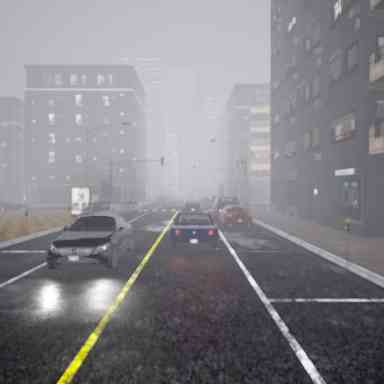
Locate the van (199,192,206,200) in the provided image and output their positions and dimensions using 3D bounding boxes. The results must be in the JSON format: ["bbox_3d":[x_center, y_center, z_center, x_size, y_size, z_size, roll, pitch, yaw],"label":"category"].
[{"bbox_3d":[2.601,1.038,86.340,1.690,1.788,3.998,0,0,0],"label":"van"}]

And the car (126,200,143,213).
[{"bbox_3d":[-5.727,1.459,31.846,1.802,1.307,4.206,0,0,0],"label":"car"}]

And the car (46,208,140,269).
[{"bbox_3d":[-3.111,1.481,11.081,1.812,1.442,4.674,0,0,0],"label":"car"}]

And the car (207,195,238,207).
[{"bbox_3d":[2.657,1.212,26.324,2.192,1.841,5.009,0,0,0],"label":"car"}]

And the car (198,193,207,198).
[{"bbox_3d":[2.624,1.347,64.247,1.802,1.307,4.206,0,0,0],"label":"car"}]

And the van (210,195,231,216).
[{"bbox_3d":[2.652,1.218,31.852,1.690,1.788,3.998,0,0,0],"label":"van"}]

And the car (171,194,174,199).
[{"bbox_3d":[-5.768,1.297,75.298,1.947,1.339,4.313,0,0,0],"label":"car"}]

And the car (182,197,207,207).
[{"bbox_3d":[0.070,1.449,29.593,1.994,1.385,4.181,0,0,0],"label":"car"}]

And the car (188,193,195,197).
[{"bbox_3d":[-0.084,1.095,89.536,2.033,1.411,5.357,0,0,0],"label":"car"}]

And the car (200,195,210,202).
[{"bbox_3d":[2.619,1.313,69.770,1.947,1.339,4.313,0,0,0],"label":"car"}]

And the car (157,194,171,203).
[{"bbox_3d":[-5.757,1.331,64.251,1.947,1.339,4.313,0,0,0],"label":"car"}]

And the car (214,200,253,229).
[{"bbox_3d":[2.664,1.462,20.797,1.887,1.381,4.507,0,0,0],"label":"car"}]

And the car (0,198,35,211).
[{"bbox_3d":[-22.443,1.728,42.586,4.403,1.369,2.008,-1,1,0],"label":"car"}]

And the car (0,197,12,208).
[{"bbox_3d":[-30.320,1.634,51.158,4.097,1.590,1.967,-1,2,0],"label":"car"}]

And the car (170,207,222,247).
[{"bbox_3d":[0.084,1.541,14.715,1.895,1.301,4.718,0,0,0],"label":"car"}]

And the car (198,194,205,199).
[{"bbox_3d":[2.598,1.247,91.864,1.947,1.339,4.313,0,0,0],"label":"car"}]

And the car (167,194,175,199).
[{"bbox_3d":[-5.783,1.226,91.869,1.887,1.381,4.507,0,0,0],"label":"car"}]

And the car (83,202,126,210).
[{"bbox_3d":[-5.717,1.358,20.790,1.967,1.590,4.097,0,0,0],"label":"car"}]

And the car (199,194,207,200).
[{"bbox_3d":[2.608,1.258,80.817,1.887,1.381,4.507,0,0,0],"label":"car"}]
